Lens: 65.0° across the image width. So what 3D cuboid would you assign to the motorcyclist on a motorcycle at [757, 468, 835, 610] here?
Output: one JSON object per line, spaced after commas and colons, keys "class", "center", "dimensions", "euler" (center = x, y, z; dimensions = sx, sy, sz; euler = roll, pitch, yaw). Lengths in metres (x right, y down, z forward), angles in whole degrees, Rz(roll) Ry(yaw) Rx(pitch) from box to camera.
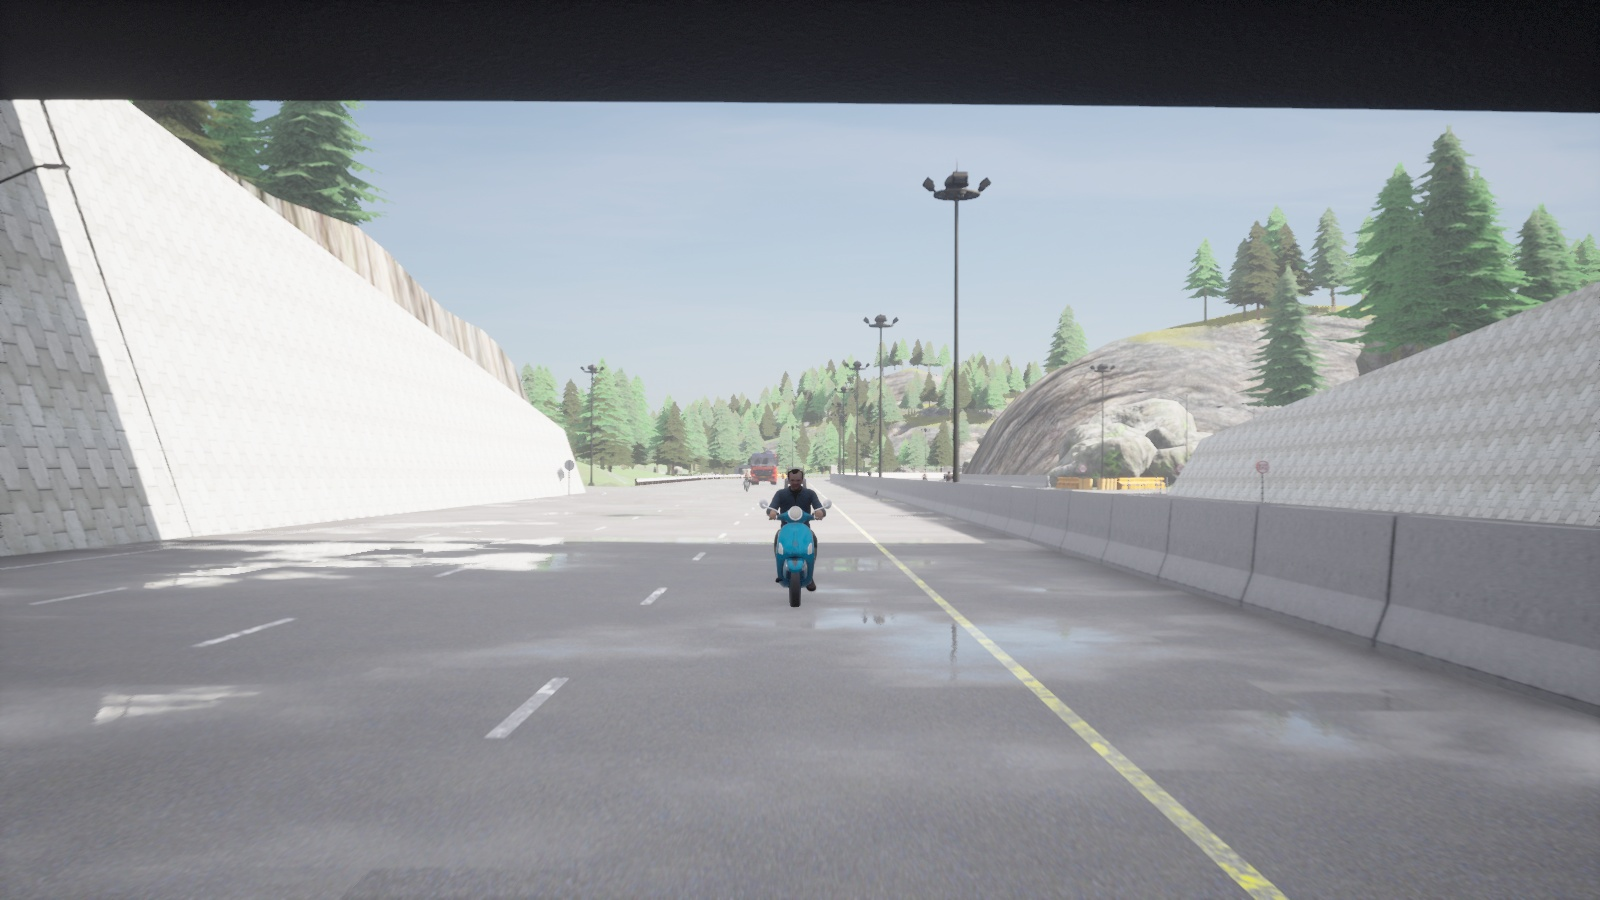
{"class": "motorcyclist on a motorcycle", "center": [-0.046, 1.020, 15.029], "dimensions": [0.866, 1.590, 1.817], "euler": [0, -1, 0]}
